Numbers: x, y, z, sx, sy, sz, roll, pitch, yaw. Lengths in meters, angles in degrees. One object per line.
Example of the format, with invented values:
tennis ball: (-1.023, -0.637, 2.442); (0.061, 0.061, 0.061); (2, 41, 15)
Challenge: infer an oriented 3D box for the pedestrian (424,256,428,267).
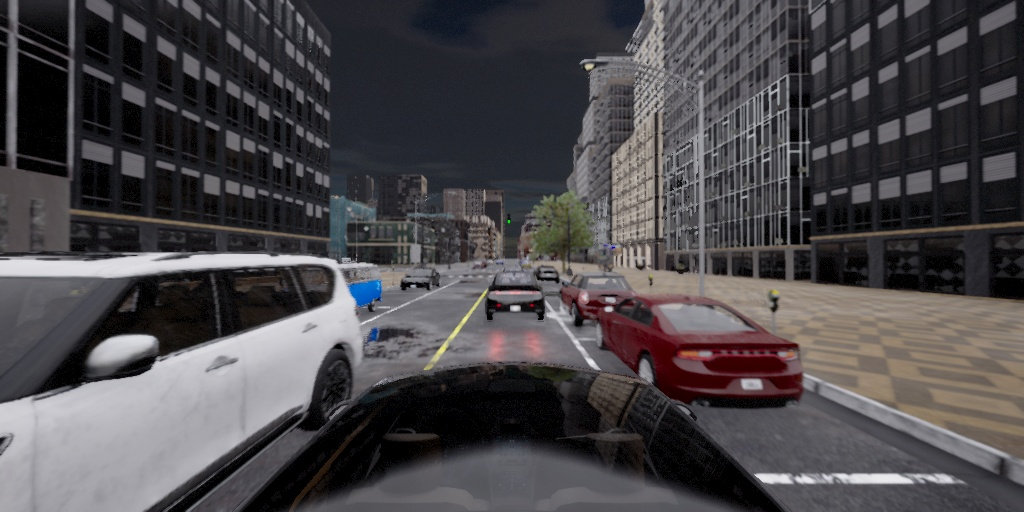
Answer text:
pedestrian: (-12.758, 0.979, 52.893); (0.375, 1.860, 0.375); (0, -1, -1)

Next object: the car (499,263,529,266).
car: (0.096, 1.449, 27.996); (1.895, 1.301, 4.718); (0, 0, 0)

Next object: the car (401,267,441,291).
car: (-5.693, 1.395, 22.870); (1.948, 1.339, 4.313); (0, 0, 0)

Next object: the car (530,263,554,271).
car: (2.686, 1.416, 28.411); (1.948, 1.339, 4.313); (0, 0, 0)

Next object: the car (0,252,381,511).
car: (-3.101, 0.975, 2.663); (2.150, 2.045, 5.566); (0, 0, 0)

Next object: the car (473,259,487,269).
car: (-5.700, 1.554, 60.885); (1.802, 1.307, 4.207); (0, 0, 0)

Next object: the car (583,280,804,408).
car: (2.689, 1.312, 6.254); (1.888, 1.381, 4.507); (0, 0, 0)

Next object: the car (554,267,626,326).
car: (2.689, 1.227, 11.793); (1.967, 1.591, 4.097); (0, 0, 0)

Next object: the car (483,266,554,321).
car: (0.096, 1.281, 12.584); (2.128, 1.511, 4.902); (0, 0, 0)
